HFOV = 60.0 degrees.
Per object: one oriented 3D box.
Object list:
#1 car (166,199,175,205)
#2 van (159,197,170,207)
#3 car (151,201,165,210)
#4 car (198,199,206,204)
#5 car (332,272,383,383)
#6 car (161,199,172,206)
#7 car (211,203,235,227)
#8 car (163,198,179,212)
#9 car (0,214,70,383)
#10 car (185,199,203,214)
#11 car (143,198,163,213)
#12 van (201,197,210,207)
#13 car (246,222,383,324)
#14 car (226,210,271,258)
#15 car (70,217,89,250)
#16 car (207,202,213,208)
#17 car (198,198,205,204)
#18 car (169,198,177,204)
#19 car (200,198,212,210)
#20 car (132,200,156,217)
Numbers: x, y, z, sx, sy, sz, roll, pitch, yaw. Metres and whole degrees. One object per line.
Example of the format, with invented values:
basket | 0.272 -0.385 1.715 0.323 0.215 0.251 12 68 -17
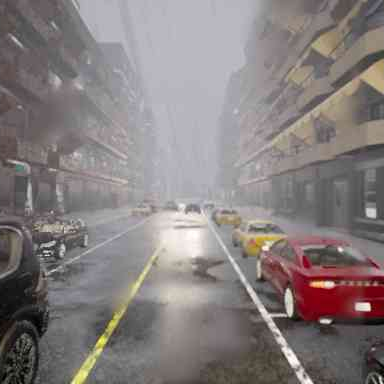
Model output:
car | -5.258 2.345 80.932 2.008 1.369 4.403 1 -1 0
van | -5.259 1.963 63.922 1.690 1.788 3.998 1 -1 0
car | -5.275 2.091 52.578 1.802 1.307 4.206 1 -1 0
car | 2.590 2.419 86.629 1.947 1.339 4.313 1 -1 0
car | 2.575 1.582 1.571 1.947 1.339 4.313 1 -1 0
car | -5.260 2.224 69.590 1.887 1.381 4.507 1 -1 0
car | 2.579 1.760 24.423 1.752 1.417 4.829 1 -1 0
car | -2.827 1.912 45.011 1.882 1.535 5.008 0 -1 0
car | -2.850 1.241 1.955 2.150 2.045 5.566 0 -1 0
car | 0.111 1.928 41.690 1.812 1.442 4.674 0 -1 0
car | -5.304 1.713 41.239 2.192 1.841 5.009 1 -1 0
van | 2.588 1.963 63.949 1.690 1.788 3.998 1 -1 0
car | 2.576 1.615 7.241 1.887 1.381 4.507 1 -1 0
car | 2.577 1.651 13.083 1.752 1.417 4.829 1 -1 0
car | -5.304 1.674 12.884 2.008 1.369 4.403 1 -1 0
car | 2.579 1.869 29.924 1.802 1.307 4.206 1 -1 0
car | 2.591 2.456 92.299 1.887 1.381 4.507 1 -1 0
car | -5.256 2.456 92.273 1.887 1.381 4.507 1 -1 0
car | 2.584 2.060 52.605 2.008 1.369 4.403 1 -1 0
car | -5.305 1.866 35.397 1.752 1.417 4.829 1 -1 0
